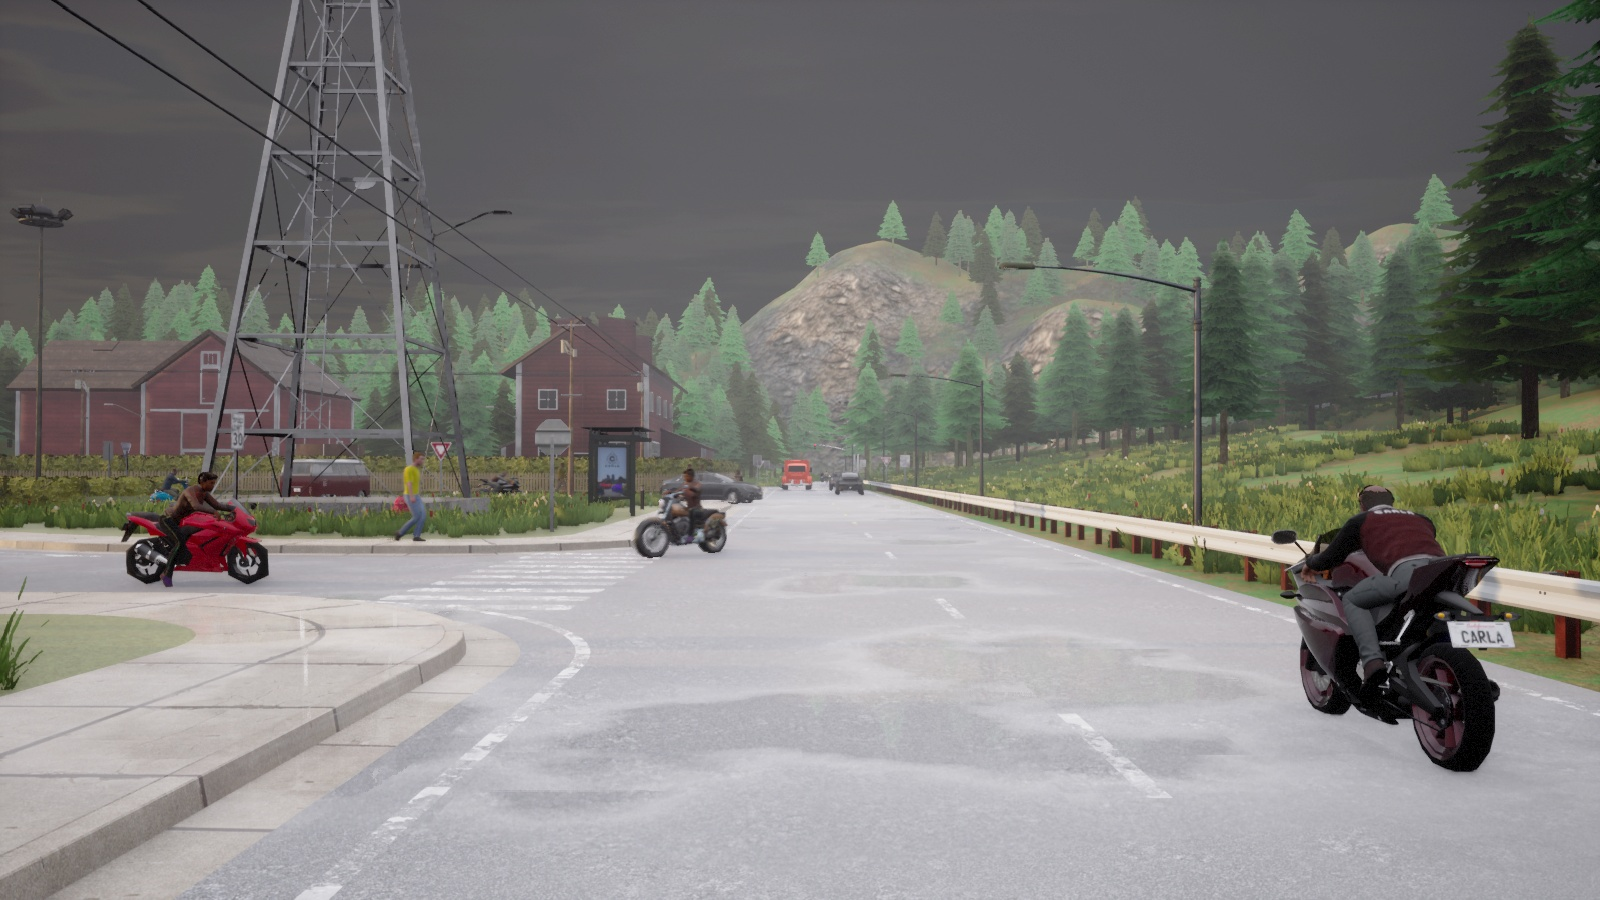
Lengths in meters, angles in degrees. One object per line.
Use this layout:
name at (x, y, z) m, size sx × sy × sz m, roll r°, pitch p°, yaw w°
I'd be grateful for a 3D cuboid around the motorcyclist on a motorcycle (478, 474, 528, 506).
motorcyclist on a motorcycle at (-14.121, 1.907, 59.757) m, size 2.191 × 1.530 × 0.866 m, roll 0°, pitch -1°, yaw 0°

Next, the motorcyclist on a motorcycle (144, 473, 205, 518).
motorcyclist on a motorcycle at (-22.594, 1.619, 45.392) m, size 1.817 × 1.590 × 0.866 m, roll 1°, pitch -1°, yaw -40°

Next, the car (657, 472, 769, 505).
car at (-4.043, 1.819, 58.633) m, size 4.892 × 1.490 × 1.837 m, roll -1°, pitch -2°, yaw 20°

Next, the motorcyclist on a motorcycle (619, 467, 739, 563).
motorcyclist on a motorcycle at (-2.181, 1.159, 22.976) m, size 0.766 × 1.649 × 2.350 m, roll -3°, pitch -2°, yaw 37°

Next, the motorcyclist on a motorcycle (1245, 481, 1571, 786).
motorcyclist on a motorcycle at (3.483, 0.961, 7.490) m, size 0.866 × 1.530 × 2.191 m, roll 0°, pitch -1°, yaw 0°

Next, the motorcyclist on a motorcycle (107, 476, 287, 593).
motorcyclist on a motorcycle at (-8.074, 1.112, 16.864) m, size 2.044 × 1.523 × 0.797 m, roll 0°, pitch -1°, yaw 3°

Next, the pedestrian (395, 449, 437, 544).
pedestrian at (-7.502, 0.911, 24.548) m, size 0.706 × 1.836 × 0.354 m, roll 0°, pitch -1°, yaw 7°

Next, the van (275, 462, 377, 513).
van at (-19.477, 1.513, 51.791) m, size 1.775 × 1.987 × 4.442 m, roll 0°, pitch -1°, yaw 13°

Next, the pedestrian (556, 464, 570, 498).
pedestrian at (-12.702, 1.648, 67.297) m, size 0.709 × 1.840 × 0.431 m, roll 0°, pitch -1°, yaw 0°

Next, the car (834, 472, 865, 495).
car at (3.304, 2.223, 84.591) m, size 1.837 × 1.490 × 4.892 m, roll 0°, pitch -1°, yaw 0°
